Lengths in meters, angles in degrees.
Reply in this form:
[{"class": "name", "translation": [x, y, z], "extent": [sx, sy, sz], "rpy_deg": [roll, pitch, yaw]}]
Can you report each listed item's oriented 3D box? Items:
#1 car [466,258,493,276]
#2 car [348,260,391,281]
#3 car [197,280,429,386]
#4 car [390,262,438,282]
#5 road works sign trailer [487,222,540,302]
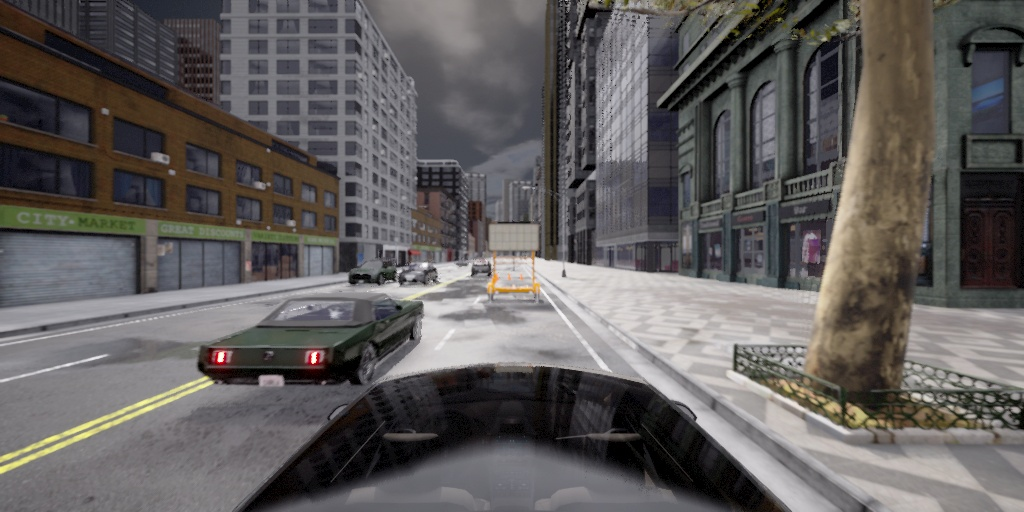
[{"class": "car", "translation": [-2.951, 1.197, 36.015], "extent": [2.128, 1.511, 4.902], "rpy_deg": [0, 0, 0]}, {"class": "car", "translation": [-9.712, 1.067, 25.359], "extent": [2.097, 1.767, 4.553], "rpy_deg": [0, 0, 0]}, {"class": "car", "translation": [-3.123, 1.342, 6.904], "extent": [1.895, 1.301, 4.718], "rpy_deg": [0, 0, 0]}, {"class": "car", "translation": [-6.463, 1.209, 25.099], "extent": [2.128, 1.511, 4.902], "rpy_deg": [0, 0, 0]}, {"class": "road works sign trailer", "translation": [0.085, 0.195, 16.756], "extent": [2.380, 3.560, 2.880], "rpy_deg": [0, 0, 0]}]
